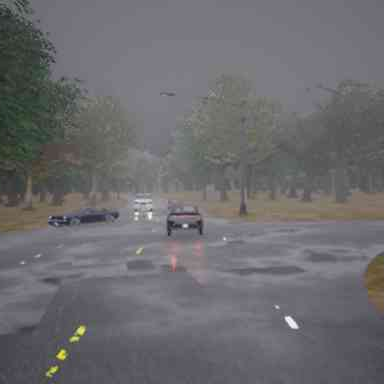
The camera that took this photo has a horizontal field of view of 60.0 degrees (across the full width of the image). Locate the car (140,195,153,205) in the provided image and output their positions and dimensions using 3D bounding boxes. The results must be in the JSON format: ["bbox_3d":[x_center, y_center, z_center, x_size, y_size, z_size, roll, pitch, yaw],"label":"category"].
[{"bbox_3d":[-8.064,1.384,58.455,2.128,1.511,4.902,0,0,-8],"label":"car"}]

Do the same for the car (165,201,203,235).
[{"bbox_3d":[-0.436,1.456,18.478,2.128,1.511,4.902,0,-1,-3],"label":"car"}]

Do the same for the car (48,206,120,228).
[{"bbox_3d":[-7.145,1.623,22.348,1.895,1.301,4.718,-2,0,33],"label":"car"}]

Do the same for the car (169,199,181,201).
[{"bbox_3d":[-2.107,1.518,40.620,2.033,1.411,5.357,0,0,-6],"label":"car"}]

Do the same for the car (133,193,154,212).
[{"bbox_3d":[-5.703,1.193,39.465,2.150,2.045,5.566,0,0,-6],"label":"car"}]
